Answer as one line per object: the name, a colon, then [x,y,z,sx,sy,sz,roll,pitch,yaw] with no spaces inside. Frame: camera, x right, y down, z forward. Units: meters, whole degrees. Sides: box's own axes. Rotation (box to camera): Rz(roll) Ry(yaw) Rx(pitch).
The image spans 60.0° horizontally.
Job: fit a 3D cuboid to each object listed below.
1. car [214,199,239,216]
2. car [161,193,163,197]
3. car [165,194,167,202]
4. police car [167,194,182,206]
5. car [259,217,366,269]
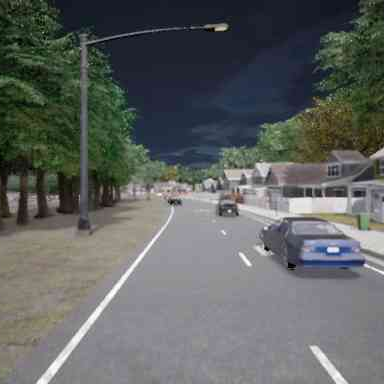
car: [3.322,1.473,32.375,1.837,1.490,4.892,0,0,-2]
car: [-6.350,1.202,88.220,2.033,1.411,5.357,0,0,-11]
car: [-3.747,1.385,64.111,1.837,1.490,4.892,0,0,-7]
police car: [-2.694,1.347,54.258,1.930,1.638,5.238,0,0,-5]
car: [3.596,1.521,10.991,2.033,1.411,5.357,0,0,0]
